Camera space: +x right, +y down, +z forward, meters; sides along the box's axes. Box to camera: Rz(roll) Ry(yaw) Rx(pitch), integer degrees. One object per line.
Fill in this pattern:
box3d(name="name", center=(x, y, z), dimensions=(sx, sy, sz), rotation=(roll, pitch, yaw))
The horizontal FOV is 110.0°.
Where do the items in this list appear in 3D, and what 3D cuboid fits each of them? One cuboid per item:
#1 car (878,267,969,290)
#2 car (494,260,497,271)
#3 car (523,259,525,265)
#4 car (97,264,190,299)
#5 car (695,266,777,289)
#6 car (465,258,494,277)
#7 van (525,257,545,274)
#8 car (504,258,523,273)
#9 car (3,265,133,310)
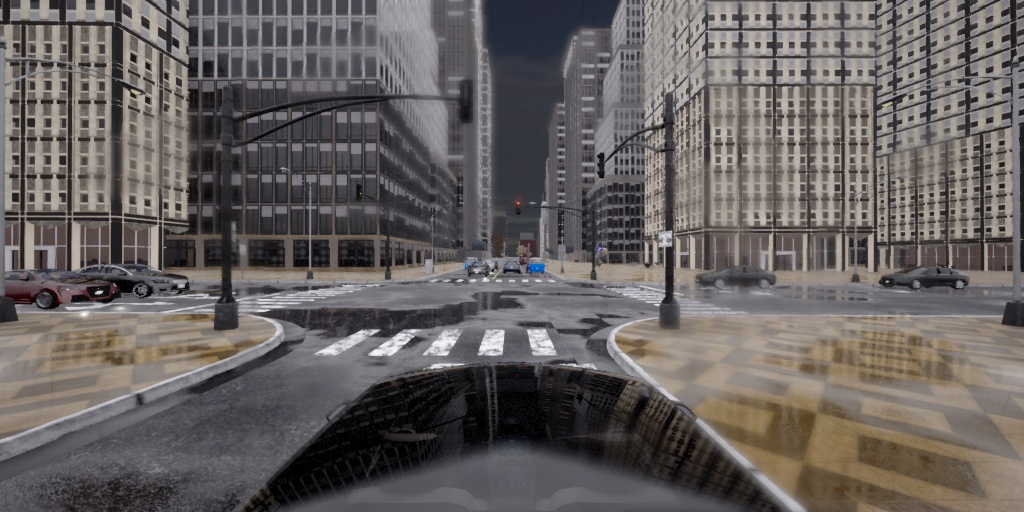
box3d(name="car", center=(27.789, 1.477, 24.261), dimensions=(4.892, 1.490, 1.837), rotation=(0, 0, -1))
box3d(name="car", center=(-3.191, 1.275, 45.797), dimensions=(1.812, 1.442, 4.674), rotation=(0, 0, 0))
box3d(name="car", center=(2.618, 1.295, 45.327), dimensions=(1.888, 1.381, 4.507), rotation=(0, 0, 0))
box3d(name="car", center=(-17.809, 1.109, 16.606), dimensions=(4.902, 1.511, 2.128), rotation=(0, 0, -1))
box3d(name="car", center=(14.869, 1.396, 23.953), dimensions=(4.892, 1.490, 1.837), rotation=(0, 0, 1))
box3d(name="car", center=(-3.231, 1.241, 35.622), dimensions=(2.128, 1.511, 4.902), rotation=(0, 0, 0))
box3d(name="van", center=(2.687, 1.090, 39.789), dimensions=(1.690, 1.789, 3.998), rotation=(0, 0, 0))
box3d(name="car", center=(-0.009, 1.313, 44.161), dimensions=(1.994, 1.385, 4.181), rotation=(0, 0, 0))
box3d(name="car", center=(-17.424, 1.169, 13.362), dimensions=(4.181, 1.385, 1.994), rotation=(0, 0, -1))
